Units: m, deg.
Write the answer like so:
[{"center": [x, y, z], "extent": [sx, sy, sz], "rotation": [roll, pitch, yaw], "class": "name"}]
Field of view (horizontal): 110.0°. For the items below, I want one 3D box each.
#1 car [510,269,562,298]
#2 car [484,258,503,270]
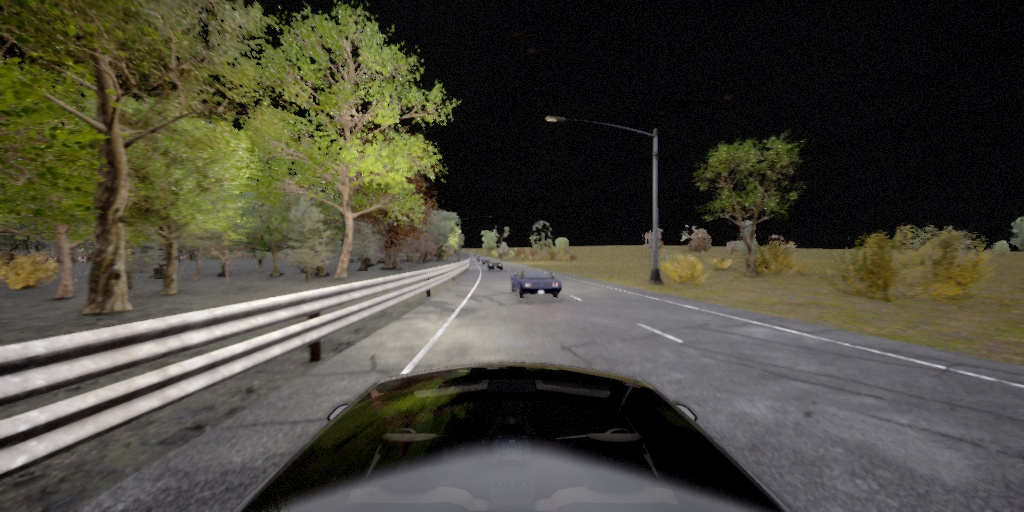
[{"center": [1.028, 1.278, 17.787], "extent": [1.895, 1.301, 4.718], "rotation": [0, 0, -7], "class": "car"}, {"center": [-2.308, 1.150, 46.860], "extent": [1.895, 1.301, 4.718], "rotation": [0, 0, -7], "class": "car"}]
